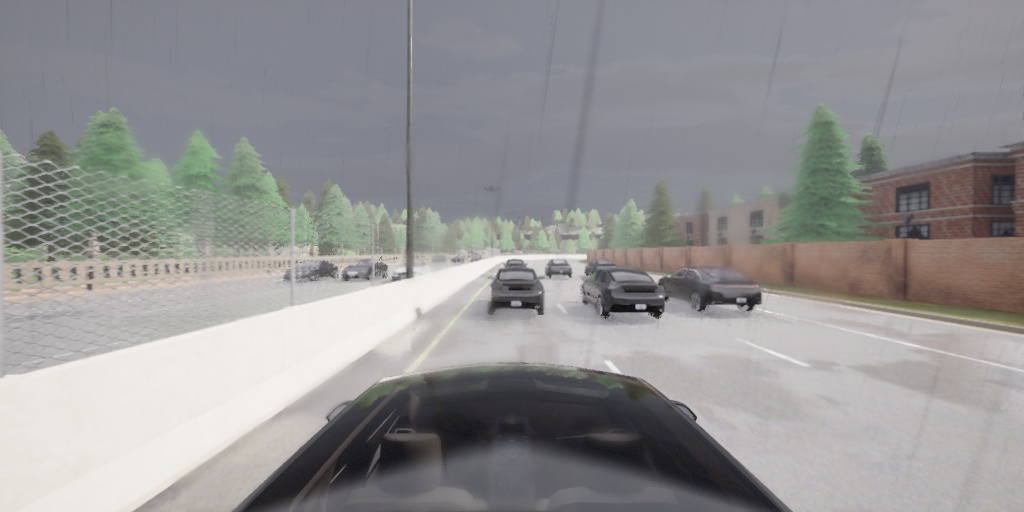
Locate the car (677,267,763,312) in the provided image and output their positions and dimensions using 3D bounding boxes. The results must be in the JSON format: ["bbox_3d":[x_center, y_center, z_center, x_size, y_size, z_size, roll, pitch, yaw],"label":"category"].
[{"bbox_3d":[7.158,1.142,13.577,2.128,1.511,4.902,0,1,0],"label":"car"}]

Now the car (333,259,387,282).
[{"bbox_3d":[-10.464,0.991,25.935,2.128,1.511,4.902,0,1,0],"label":"car"}]

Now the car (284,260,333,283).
[{"bbox_3d":[-13.968,1.024,25.351,1.812,1.442,4.674,0,1,0],"label":"car"}]

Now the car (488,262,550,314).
[{"bbox_3d":[0.154,1.147,13.171,1.837,1.490,4.892,0,1,0],"label":"car"}]

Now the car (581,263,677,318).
[{"bbox_3d":[3.651,1.159,12.526,1.837,1.490,4.892,0,1,0],"label":"car"}]

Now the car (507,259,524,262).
[{"bbox_3d":[0.253,0.989,29.674,1.837,1.490,4.892,0,0,0],"label":"car"}]

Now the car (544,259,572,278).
[{"bbox_3d":[3.751,0.984,29.555,2.128,1.511,4.902,0,1,0],"label":"car"}]

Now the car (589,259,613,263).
[{"bbox_3d":[7.251,0.991,29.541,2.128,1.511,4.902,0,1,0],"label":"car"}]

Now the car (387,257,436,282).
[{"bbox_3d":[-6.968,1.037,25.351,1.812,1.442,4.674,0,1,0],"label":"car"}]
